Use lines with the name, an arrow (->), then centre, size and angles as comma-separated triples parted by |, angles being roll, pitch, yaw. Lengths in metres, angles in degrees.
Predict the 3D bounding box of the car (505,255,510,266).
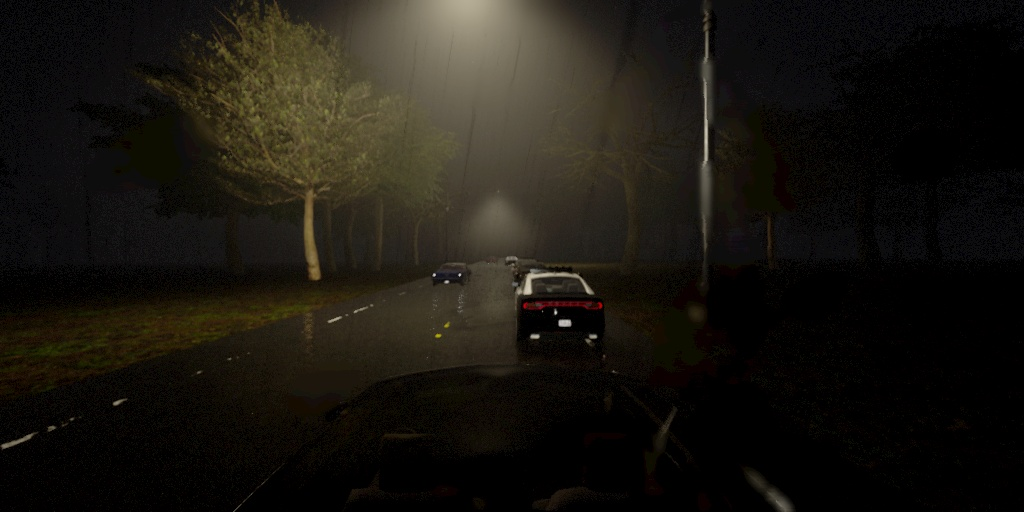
car -> -0.037, 0.776, 52.772 | 1.895, 1.301, 4.718 | 0, 1, 0

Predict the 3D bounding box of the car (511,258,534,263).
car -> 1.013, 1.047, 19.510 | 1.837, 1.490, 4.892 | 0, 1, 0

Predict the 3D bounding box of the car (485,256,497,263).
car -> -3.670, 0.611, 64.979 | 1.994, 1.385, 4.181 | 0, 1, 1

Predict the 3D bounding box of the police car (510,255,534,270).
police car -> 1.001, 0.896, 25.619 | 1.930, 1.638, 5.238 | 0, 1, 0

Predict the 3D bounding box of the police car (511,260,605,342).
police car -> 1.033, 1.082, 9.617 | 1.930, 1.638, 5.238 | 0, 1, 0

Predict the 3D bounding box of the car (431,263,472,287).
car -> -3.640, 1.111, 22.230 | 1.895, 1.301, 4.718 | 0, 1, 0
